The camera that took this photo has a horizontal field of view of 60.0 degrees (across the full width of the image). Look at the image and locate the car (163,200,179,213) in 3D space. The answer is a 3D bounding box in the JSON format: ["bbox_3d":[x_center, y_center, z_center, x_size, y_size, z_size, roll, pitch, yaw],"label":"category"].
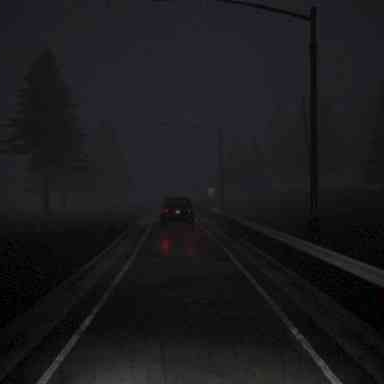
[{"bbox_3d":[-2.710,1.721,41.686,1.812,1.442,4.674,0,0,-6],"label":"car"}]

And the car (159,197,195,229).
[{"bbox_3d":[-1.049,1.330,22.942,2.150,2.045,5.566,0,0,-4],"label":"car"}]
